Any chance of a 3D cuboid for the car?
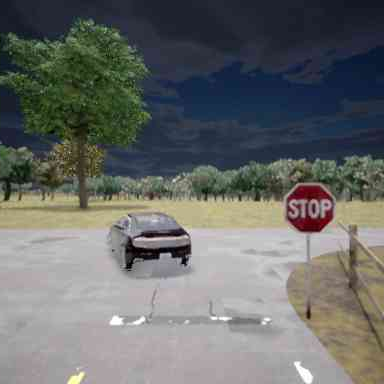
[{"bbox_3d":[-1.553,1.394,10.773,2.128,1.511,4.902,0,1,-21],"label":"car"}]
